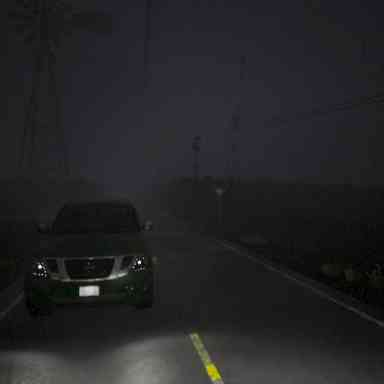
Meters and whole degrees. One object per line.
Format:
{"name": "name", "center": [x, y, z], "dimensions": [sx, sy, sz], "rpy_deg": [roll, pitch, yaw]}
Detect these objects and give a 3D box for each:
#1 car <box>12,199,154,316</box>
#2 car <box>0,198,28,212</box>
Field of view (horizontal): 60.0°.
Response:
{"name": "car", "center": [-2.206, 1.208, 7.961], "dimensions": [2.150, 2.045, 5.566], "rpy_deg": [0, 0, -12]}
{"name": "car", "center": [-15.539, 1.290, 28.702], "dimensions": [5.008, 1.535, 1.882], "rpy_deg": [-1, 0, -12]}
